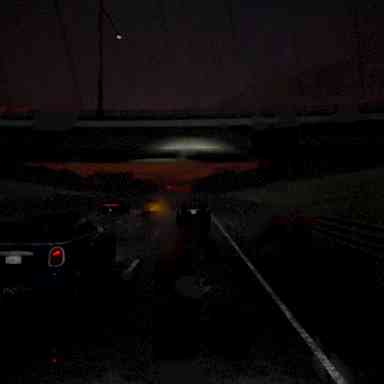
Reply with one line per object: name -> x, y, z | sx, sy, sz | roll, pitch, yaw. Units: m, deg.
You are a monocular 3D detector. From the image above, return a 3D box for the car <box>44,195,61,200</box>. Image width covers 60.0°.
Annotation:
car -> -24.546, 1.226, 59.175 | 1.882, 1.535, 5.008 | 0, 0, 0

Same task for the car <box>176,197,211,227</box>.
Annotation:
car -> 0.090, 1.236, 22.094 | 2.097, 1.767, 4.553 | 0, 0, 0

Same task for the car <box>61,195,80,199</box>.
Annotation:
car -> -21.051, 1.251, 59.323 | 1.837, 1.490, 4.892 | 0, 0, 1

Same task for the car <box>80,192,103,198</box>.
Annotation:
car -> -17.550, 0.970, 59.393 | 2.150, 2.045, 5.566 | 0, 0, 1

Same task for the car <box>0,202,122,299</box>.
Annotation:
car -> -3.404, 1.307, 8.482 | 2.097, 1.767, 4.553 | 0, 0, 0

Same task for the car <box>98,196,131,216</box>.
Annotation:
car -> -6.914, 1.334, 30.618 | 2.128, 1.511, 4.902 | 0, 0, 0

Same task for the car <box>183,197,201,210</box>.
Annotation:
car -> 0.051, 1.350, 40.709 | 2.033, 1.411, 5.357 | 0, 0, 0

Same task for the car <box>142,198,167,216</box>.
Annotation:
car -> -3.414, 1.319, 30.966 | 1.882, 1.535, 5.008 | 0, 0, 0
